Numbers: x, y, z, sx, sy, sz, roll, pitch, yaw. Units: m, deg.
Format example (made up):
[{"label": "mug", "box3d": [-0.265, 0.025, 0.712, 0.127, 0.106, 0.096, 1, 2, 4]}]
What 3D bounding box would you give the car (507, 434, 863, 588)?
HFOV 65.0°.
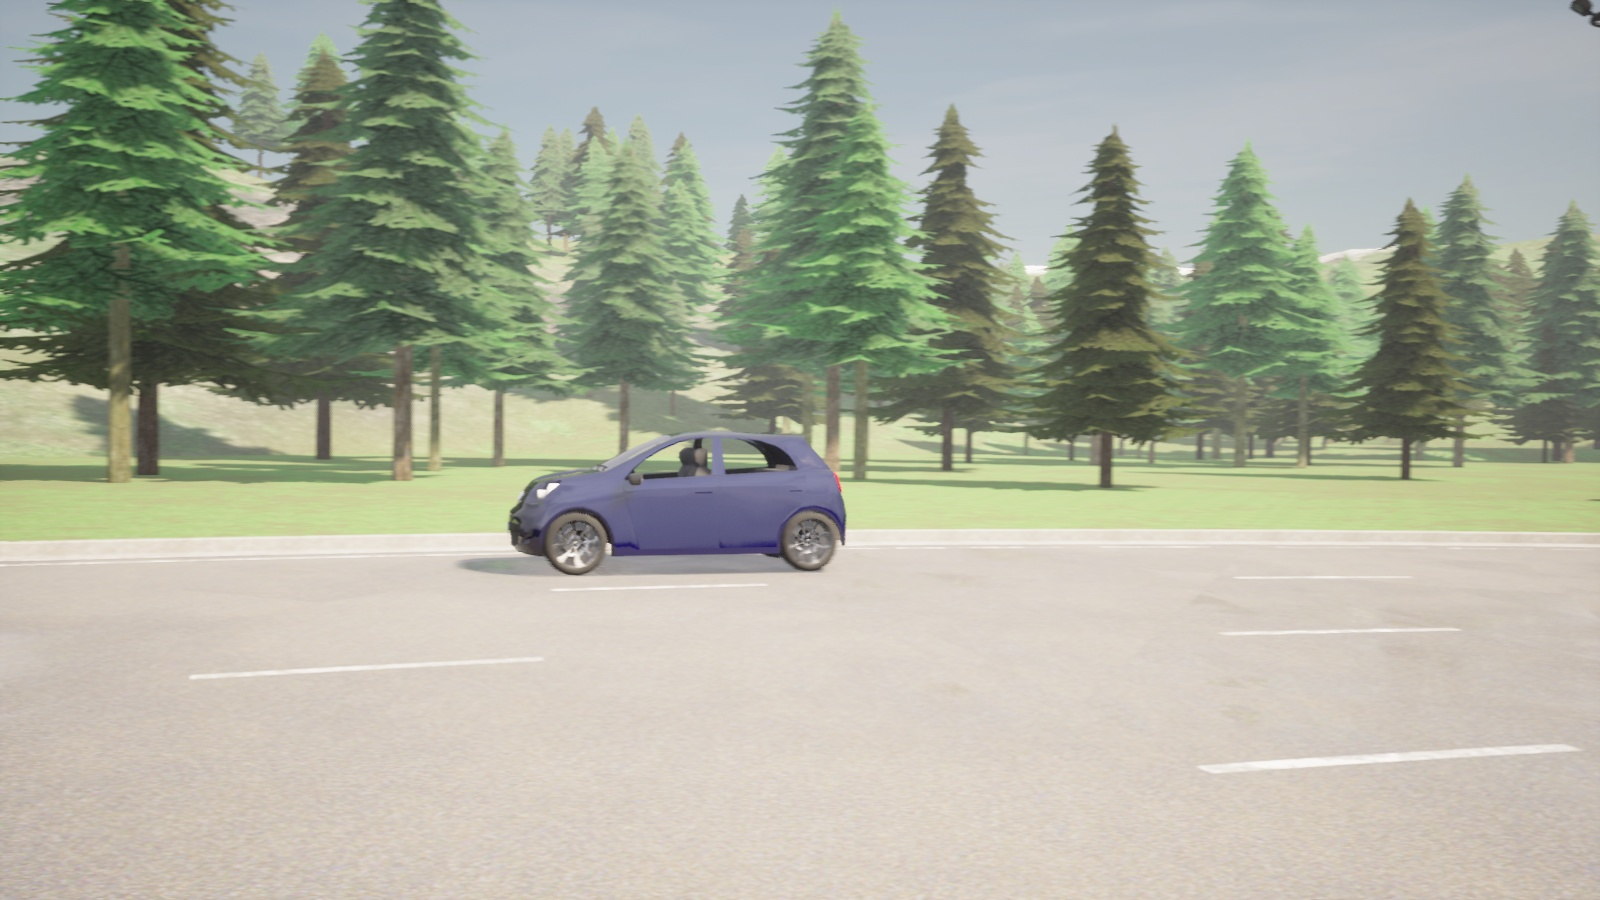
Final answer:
[{"label": "car", "box3d": [-1.326, 0.591, 13.895, 3.633, 1.501, 1.845, -1, 1, -16]}]
